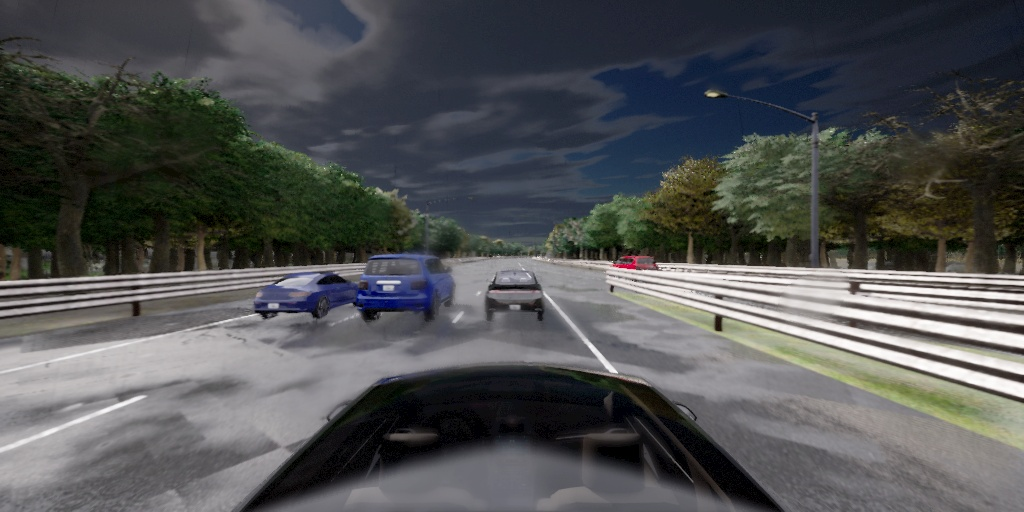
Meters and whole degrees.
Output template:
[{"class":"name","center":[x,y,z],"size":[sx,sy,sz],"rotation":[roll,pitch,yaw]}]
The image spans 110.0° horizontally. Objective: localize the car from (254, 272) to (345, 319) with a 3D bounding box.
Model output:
[{"class":"car","center":[-6.901,1.278,12.673],"size":[1.812,1.442,4.674],"rotation":[0,0,0]}]

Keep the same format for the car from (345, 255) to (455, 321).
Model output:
[{"class":"car","center":[-3.414,0.973,12.536],"size":[2.150,2.045,5.566],"rotation":[0,0,-1]}]

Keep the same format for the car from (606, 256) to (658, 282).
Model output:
[{"class":"car","center":[9.863,1.047,29.802],"size":[2.150,2.045,5.566],"rotation":[0,0,-11]}]

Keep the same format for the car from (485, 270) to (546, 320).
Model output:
[{"class":"car","center":[0.099,1.243,12.610],"size":[2.128,1.511,4.902],"rotation":[0,0,0]}]
